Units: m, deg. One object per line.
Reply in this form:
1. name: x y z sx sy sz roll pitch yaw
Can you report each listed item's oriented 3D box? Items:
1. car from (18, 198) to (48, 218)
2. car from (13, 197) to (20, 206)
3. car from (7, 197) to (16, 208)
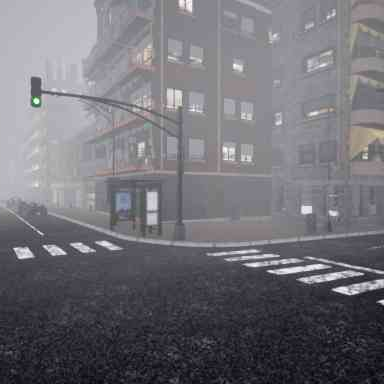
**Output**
1. car: -13.933 1.547 29.507 2.008 1.369 4.403 0 0 -32
2. car: -16.911 1.541 34.294 1.887 1.381 4.507 0 0 -32
3. car: -25.847 1.435 48.658 1.967 1.590 4.097 0 0 -32
